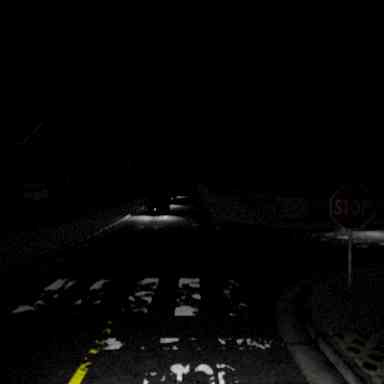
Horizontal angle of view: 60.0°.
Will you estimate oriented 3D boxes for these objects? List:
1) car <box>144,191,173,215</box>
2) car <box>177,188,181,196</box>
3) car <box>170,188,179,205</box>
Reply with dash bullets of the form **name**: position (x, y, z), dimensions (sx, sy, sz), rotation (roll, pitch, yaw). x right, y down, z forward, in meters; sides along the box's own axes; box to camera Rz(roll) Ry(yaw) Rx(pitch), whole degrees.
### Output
- **car**: position (-2.868, 1.012, 28.215), dimensions (1.837, 1.490, 4.892), rotation (0, 2, 0)
- **car**: position (-2.848, -0.023, 57.933), dimensions (1.812, 1.442, 4.674), rotation (0, 2, 0)
- **car**: position (-2.876, 0.661, 38.939), dimensions (1.812, 1.442, 4.674), rotation (0, 2, 0)
